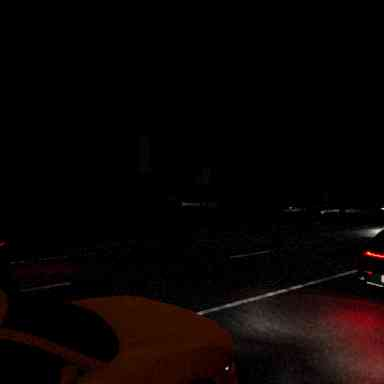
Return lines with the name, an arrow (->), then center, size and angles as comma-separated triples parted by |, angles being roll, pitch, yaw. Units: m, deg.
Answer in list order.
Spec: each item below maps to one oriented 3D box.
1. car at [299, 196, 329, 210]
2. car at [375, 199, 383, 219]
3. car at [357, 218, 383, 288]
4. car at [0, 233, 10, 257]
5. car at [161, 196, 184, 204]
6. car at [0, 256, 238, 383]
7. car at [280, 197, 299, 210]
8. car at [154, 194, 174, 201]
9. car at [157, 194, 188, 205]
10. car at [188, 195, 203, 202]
car -> 13.499, 1.252, 38.868 | 1.837, 1.490, 4.892 | -1, 0, -39
car -> 14.015, 1.051, 22.497 | 2.150, 2.045, 5.566 | 2, 2, 33
car -> 5.848, 1.466, 7.937 | 4.892, 1.490, 1.837 | -1, 0, -36
car -> -6.967, 1.506, 7.612 | 4.892, 1.490, 1.837 | 0, 0, -36
car -> -3.558, 1.362, 60.107 | 1.895, 1.301, 4.718 | -1, 0, -38
car -> -1.857, 1.478, 2.404 | 5.008, 1.535, 1.882 | 0, 0, -36
car -> 9.217, 1.327, 38.604 | 2.033, 1.411, 5.357 | -1, 0, -39
car -> -6.245, 1.229, 74.766 | 2.128, 1.511, 4.902 | -1, 0, -38
car -> -3.402, 1.267, 54.298 | 1.882, 1.535, 5.008 | -1, 0, -39
car -> 0.104, 1.299, 66.988 | 1.895, 1.301, 4.718 | -1, 0, -39
